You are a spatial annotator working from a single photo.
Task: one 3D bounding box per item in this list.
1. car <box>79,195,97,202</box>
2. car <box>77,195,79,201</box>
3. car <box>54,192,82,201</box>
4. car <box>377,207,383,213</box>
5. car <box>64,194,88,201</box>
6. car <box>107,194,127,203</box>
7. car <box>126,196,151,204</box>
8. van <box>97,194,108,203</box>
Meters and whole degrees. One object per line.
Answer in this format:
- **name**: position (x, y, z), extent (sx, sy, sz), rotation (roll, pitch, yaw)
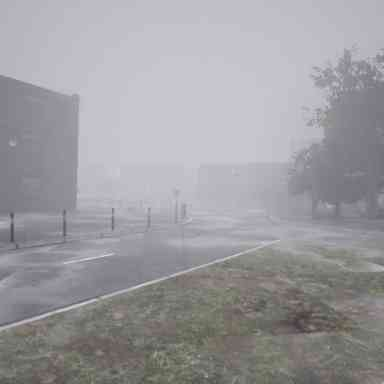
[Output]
- **car**: position (-21.845, 1.334, 73.510), extent (2.185, 1.767, 4.553), rotation (2, 0, 31)
- **car**: position (-24.348, 1.390, 74.987), extent (2.097, 1.535, 5.008), rotation (2, 0, 31)
- **car**: position (-28.961, 1.012, 77.842), extent (2.435, 2.045, 5.566), rotation (2, 0, 31)
- **car**: position (29.580, 2.437, 48.109), extent (5.008, 1.535, 1.882), rotation (1, -1, 18)
- **car**: position (-26.609, 1.329, 76.377), extent (2.231, 1.521, 4.892), rotation (2, 0, 31)
- **car**: position (-14.718, 1.514, 69.174), extent (2.185, 1.767, 4.553), rotation (1, -1, 31)
- **car**: position (-10.111, 1.765, 66.296), extent (2.163, 1.488, 4.792), rotation (1, -1, 31)
- **van**: position (-17.276, 1.353, 70.560), extent (1.878, 1.987, 4.442), rotation (1, -1, 31)
